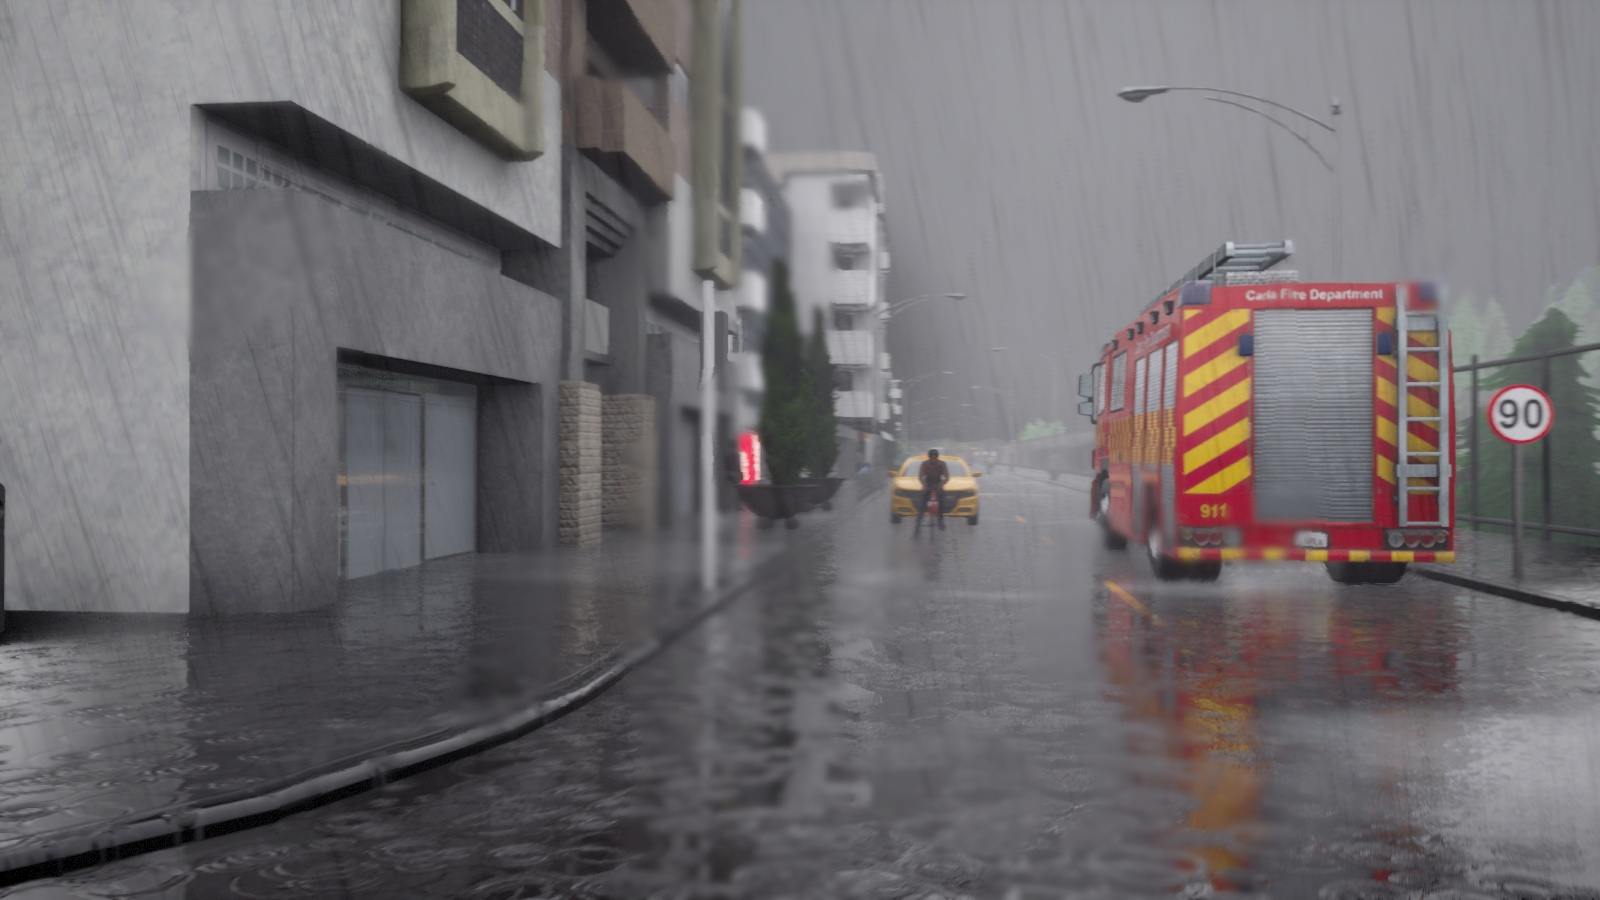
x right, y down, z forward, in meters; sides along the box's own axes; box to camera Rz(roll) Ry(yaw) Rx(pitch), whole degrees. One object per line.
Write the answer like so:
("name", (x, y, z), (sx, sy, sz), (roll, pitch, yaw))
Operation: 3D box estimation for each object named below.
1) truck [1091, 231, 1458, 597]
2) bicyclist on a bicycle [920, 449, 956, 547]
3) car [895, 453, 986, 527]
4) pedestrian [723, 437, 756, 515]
("truck", (5.976, -0.356, 17.517), (2.891, 3.827, 8.468), (0, 0, 7))
("bicyclist on a bicycle", (2.380, 0.796, 21.581), (0.582, 1.620, 1.656), (0, 0, 7))
("car", (3.215, 0.853, 28.742), (1.882, 1.535, 5.008), (0, 0, 7))
("pedestrian", (-1.445, 0.610, 29.998), (0.726, 1.835, 0.370), (0, 0, -44))
